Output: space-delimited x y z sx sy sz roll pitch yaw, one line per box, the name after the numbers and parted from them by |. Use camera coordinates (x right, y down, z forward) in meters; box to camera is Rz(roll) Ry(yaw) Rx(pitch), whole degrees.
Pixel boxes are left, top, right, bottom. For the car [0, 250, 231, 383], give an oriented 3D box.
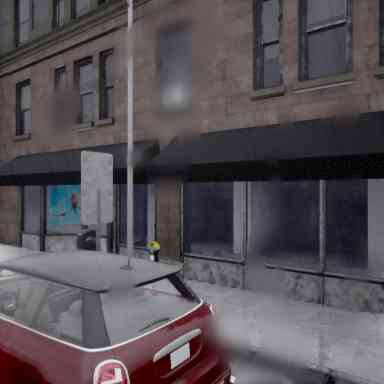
-1.679 1.440 4.011 4.097 1.590 1.967 0 0 36 | car
